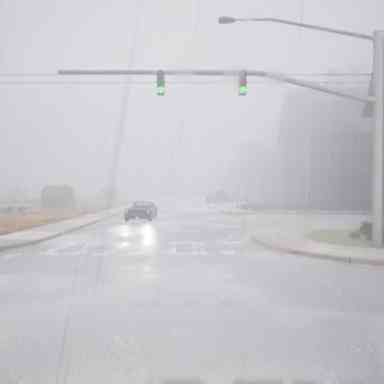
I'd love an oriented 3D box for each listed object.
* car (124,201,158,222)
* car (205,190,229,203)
[{"bbox_3d":[-3.656,1.374,24.309,1.895,1.301,4.718,0,0,0],"label":"car"},{"bbox_3d":[3.997,0.670,52.913,1.905,1.878,3.866,-8,4,-42],"label":"car"}]
